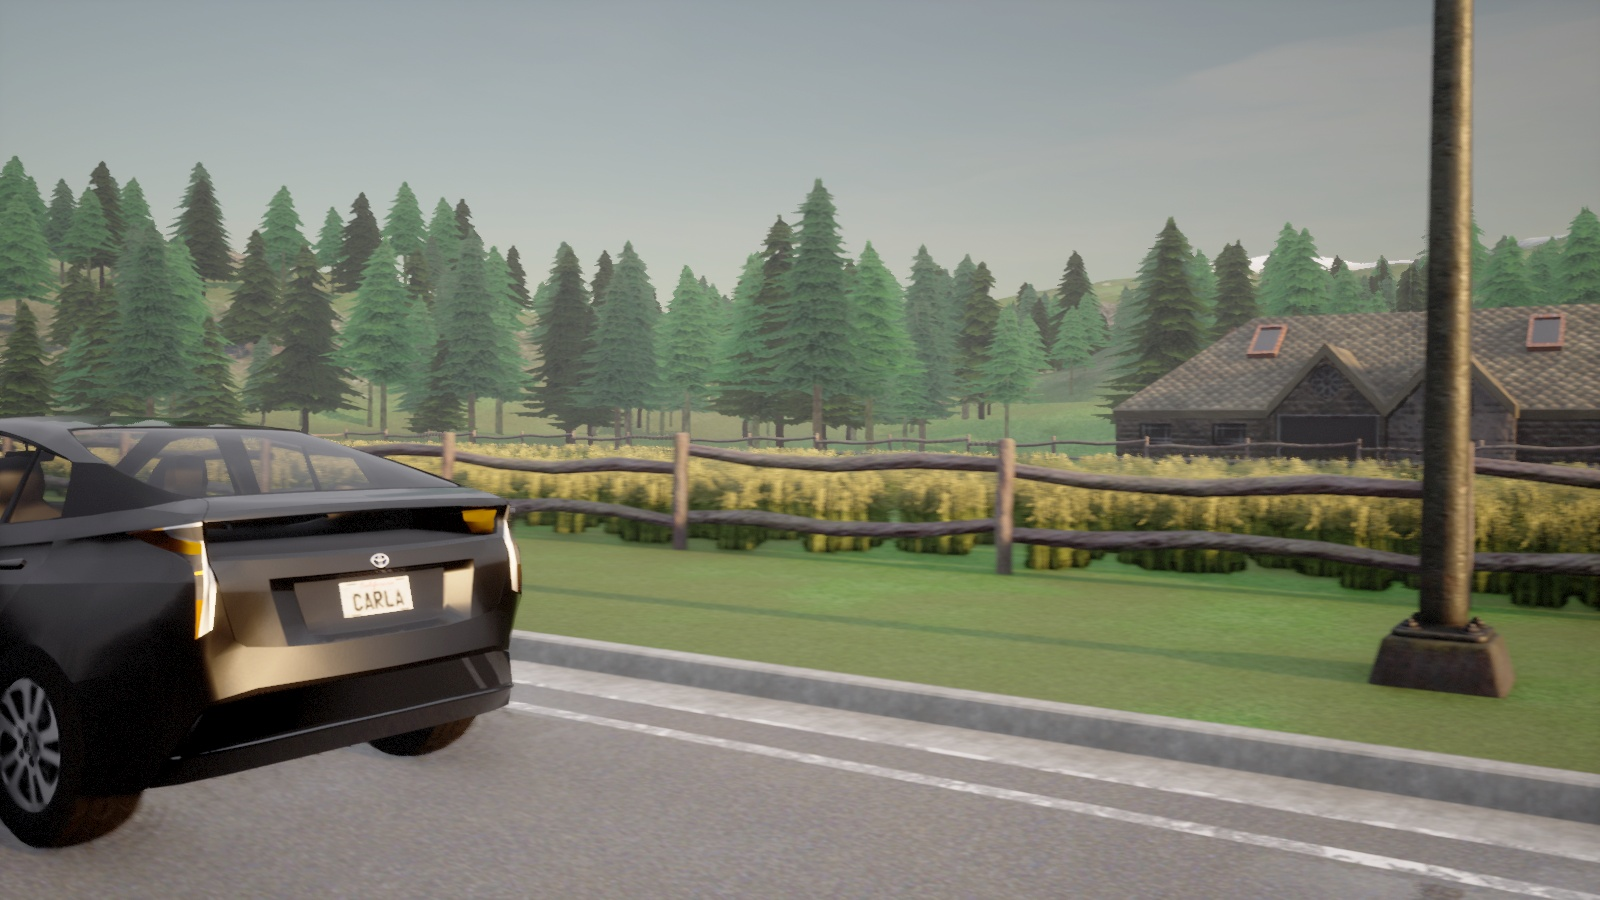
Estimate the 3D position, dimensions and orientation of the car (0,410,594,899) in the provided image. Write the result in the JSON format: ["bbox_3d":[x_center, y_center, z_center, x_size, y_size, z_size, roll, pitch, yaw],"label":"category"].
[{"bbox_3d":[-3.333,0.627,5.837,4.514,1.525,2.007,0,1,34],"label":"car"}]
